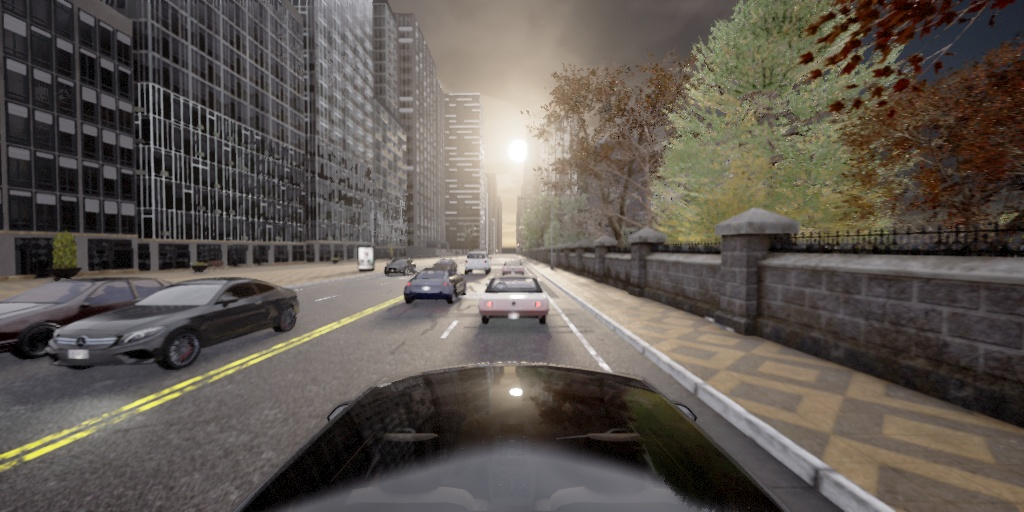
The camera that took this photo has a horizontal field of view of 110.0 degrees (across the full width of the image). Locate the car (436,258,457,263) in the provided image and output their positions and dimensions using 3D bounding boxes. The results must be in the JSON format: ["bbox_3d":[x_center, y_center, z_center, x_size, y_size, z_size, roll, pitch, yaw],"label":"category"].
[{"bbox_3d":[-6.571,0.941,35.624,2.033,1.411,5.357,0,1,0],"label":"car"}]

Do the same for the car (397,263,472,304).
[{"bbox_3d":[-3.162,1.166,15.474,1.994,1.385,4.181,0,1,2],"label":"car"}]

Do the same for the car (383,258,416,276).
[{"bbox_3d":[-9.832,0.936,31.888,1.837,1.490,4.892,0,1,0],"label":"car"}]

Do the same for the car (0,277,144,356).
[{"bbox_3d":[-9.801,1.225,8.485,2.033,1.411,5.357,0,1,1],"label":"car"}]

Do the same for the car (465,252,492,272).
[{"bbox_3d":[-3.143,0.634,33.754,2.150,2.045,5.566,0,1,0],"label":"car"}]

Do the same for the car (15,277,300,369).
[{"bbox_3d":[-6.556,1.210,7.763,1.812,1.442,4.674,0,0,0],"label":"car"}]

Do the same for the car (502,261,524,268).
[{"bbox_3d":[0.092,1.043,30.850,1.895,1.301,4.718,0,1,0],"label":"car"}]

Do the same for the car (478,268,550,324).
[{"bbox_3d":[0.063,1.246,11.477,1.895,1.301,4.718,0,1,0],"label":"car"}]
